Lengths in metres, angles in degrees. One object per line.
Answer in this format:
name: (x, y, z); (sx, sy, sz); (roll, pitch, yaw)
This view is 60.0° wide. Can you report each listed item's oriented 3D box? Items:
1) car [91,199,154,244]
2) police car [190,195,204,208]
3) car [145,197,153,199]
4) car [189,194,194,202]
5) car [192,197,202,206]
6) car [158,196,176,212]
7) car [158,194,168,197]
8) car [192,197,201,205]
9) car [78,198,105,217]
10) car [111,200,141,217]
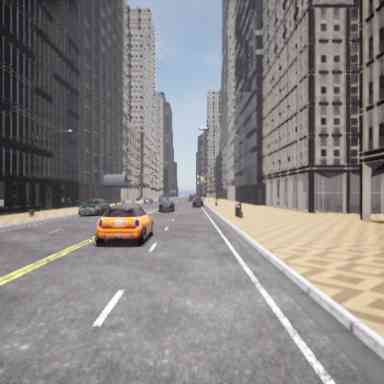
car: (-3.149, 1.416, 16.412); (2.097, 1.767, 4.553); (0, 0, 0)
police car: (0.975, 1.692, 54.589); (1.930, 1.638, 5.238); (0, 0, 0)
car: (-9.750, 1.866, 74.675); (2.128, 1.511, 4.902); (0, 0, 0)
car: (0.000, 1.896, 89.923); (1.837, 1.490, 4.892); (0, 0, 0)
car: (0.975, 1.790, 64.669); (1.801, 1.575, 5.366); (0, 0, 0)
car: (-3.149, 1.687, 42.718); (2.128, 1.511, 4.902); (0, 0, 0)
car: (-6.500, 1.501, 75.413); (2.150, 2.045, 5.566); (0, 0, 0)
car: (0.975, 1.852, 70.479); (1.882, 1.535, 5.008); (0, 0, 0)
car: (-9.834, 1.498, 33.510); (2.097, 1.767, 4.553); (0, 0, 0)
car: (-6.585, 1.639, 33.792); (2.128, 1.511, 4.902); (0, 0, 0)
